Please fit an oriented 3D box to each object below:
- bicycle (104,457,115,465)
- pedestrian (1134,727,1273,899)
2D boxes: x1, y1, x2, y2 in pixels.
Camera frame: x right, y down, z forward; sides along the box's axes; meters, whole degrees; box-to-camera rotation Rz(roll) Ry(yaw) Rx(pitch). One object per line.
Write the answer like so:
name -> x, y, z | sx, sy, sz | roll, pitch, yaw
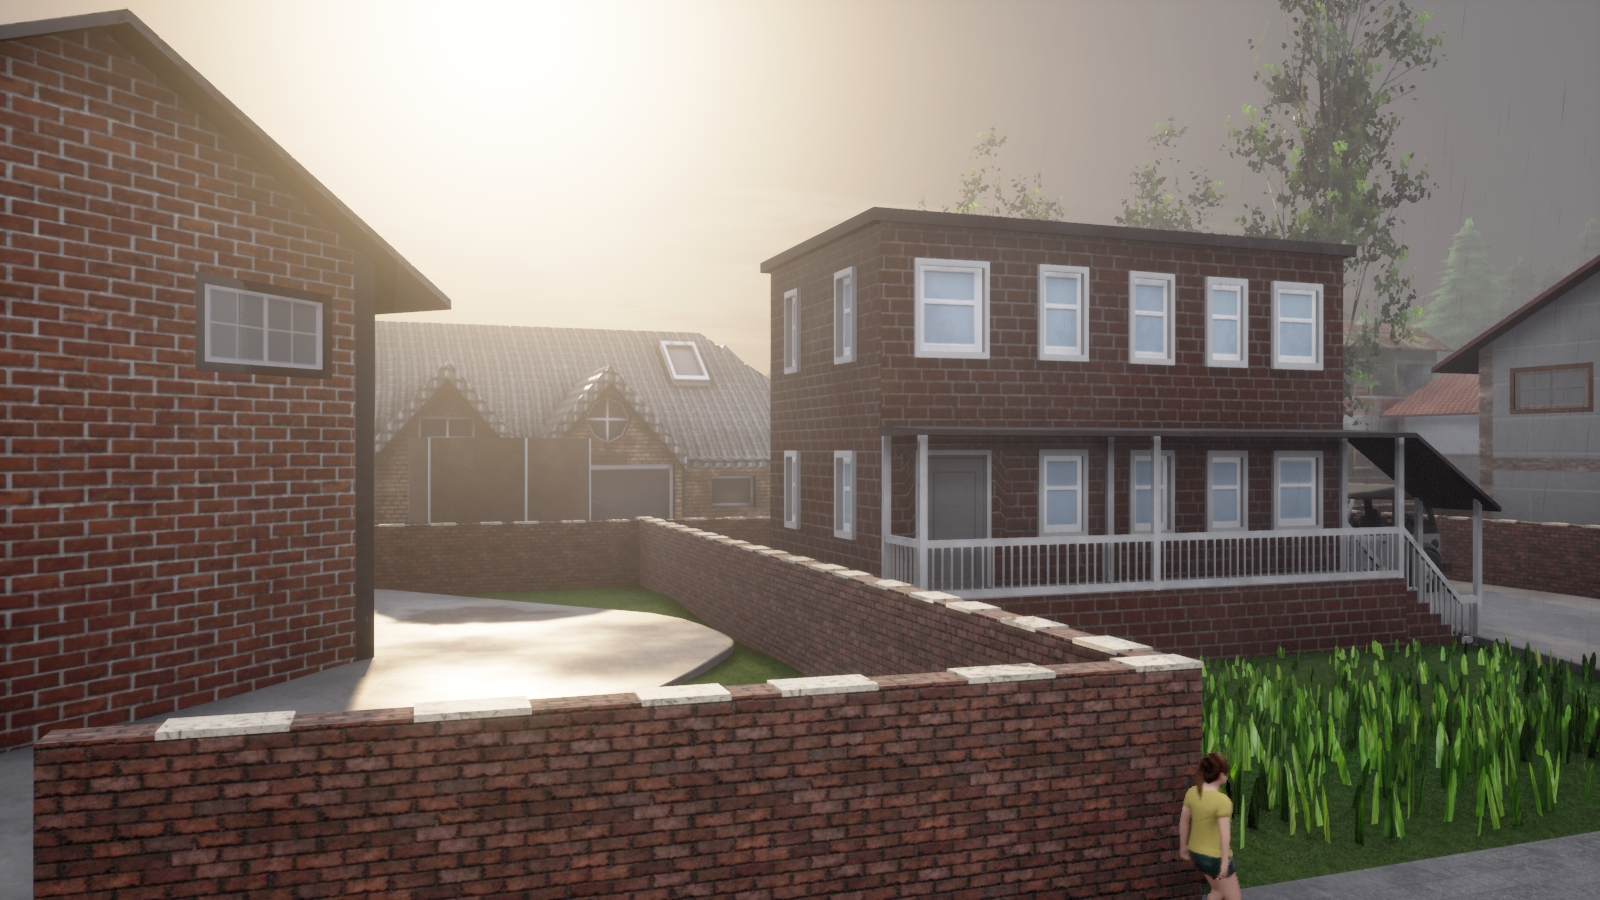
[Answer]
bicycle -> -131.090, 2.027, 216.940 | 1.643, 1.496, 0.373 | 0, 0, -20
pedestrian -> 2.170, 2.126, 6.169 | 0.500, 1.100, 0.500 | 0, 0, -24
